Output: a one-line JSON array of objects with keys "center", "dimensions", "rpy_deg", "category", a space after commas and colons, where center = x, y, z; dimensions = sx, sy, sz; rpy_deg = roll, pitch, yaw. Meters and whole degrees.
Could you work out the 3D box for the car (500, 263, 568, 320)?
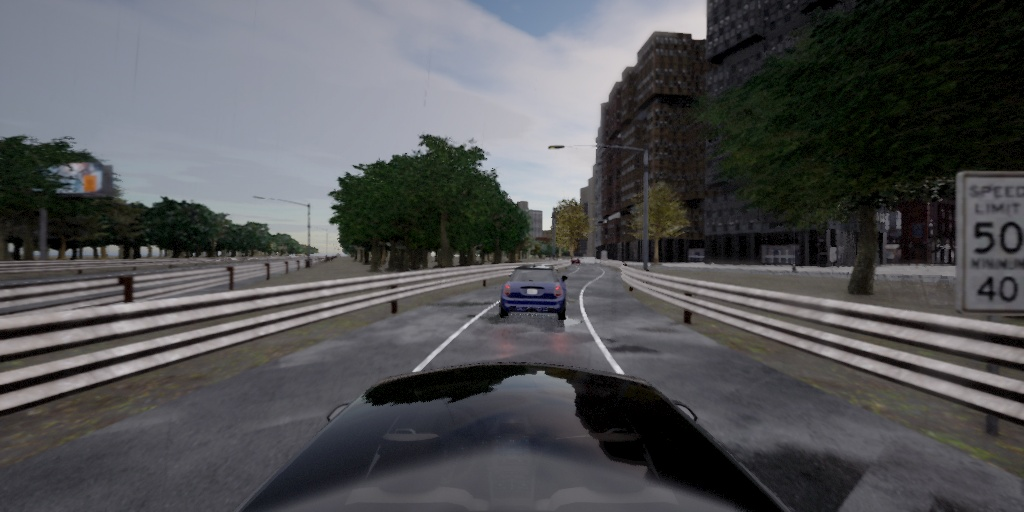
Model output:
[{"center": [0.921, 1.106, 13.021], "dimensions": [2.097, 1.767, 4.553], "rpy_deg": [1, 0, 8], "category": "car"}]
